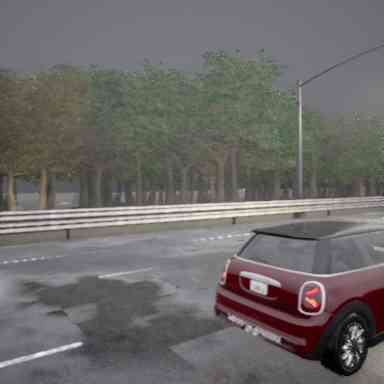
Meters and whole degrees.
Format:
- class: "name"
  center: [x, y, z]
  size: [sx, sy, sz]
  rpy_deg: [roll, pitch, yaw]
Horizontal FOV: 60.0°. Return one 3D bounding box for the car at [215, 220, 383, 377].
- class: "car"
  center: [2.647, 1.280, 5.696]
  size: [4.553, 1.767, 2.097]
  rpy_deg: [-1, 1, -35]
